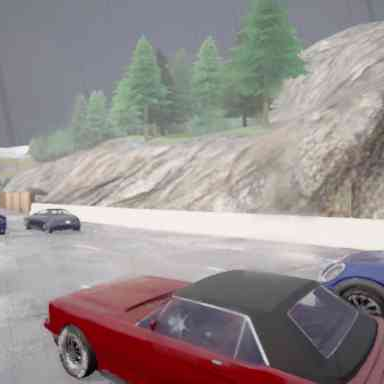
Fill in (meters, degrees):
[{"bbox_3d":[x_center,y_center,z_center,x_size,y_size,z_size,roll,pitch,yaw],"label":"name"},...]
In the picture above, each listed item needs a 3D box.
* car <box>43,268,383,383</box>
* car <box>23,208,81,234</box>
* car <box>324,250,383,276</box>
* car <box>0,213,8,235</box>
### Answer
[{"bbox_3d":[0.324,1.619,3.838,4.718,1.301,1.895,0,0,36],"label":"car"},{"bbox_3d":[-8.483,1.661,20.081,4.181,1.385,1.994,0,0,42],"label":"car"},{"bbox_3d":[4.390,1.374,5.241,4.553,1.767,2.097,0,0,35],"label":"car"},{"bbox_3d":[-11.997,1.570,18.553,5.008,1.535,1.882,0,0,43],"label":"car"}]
